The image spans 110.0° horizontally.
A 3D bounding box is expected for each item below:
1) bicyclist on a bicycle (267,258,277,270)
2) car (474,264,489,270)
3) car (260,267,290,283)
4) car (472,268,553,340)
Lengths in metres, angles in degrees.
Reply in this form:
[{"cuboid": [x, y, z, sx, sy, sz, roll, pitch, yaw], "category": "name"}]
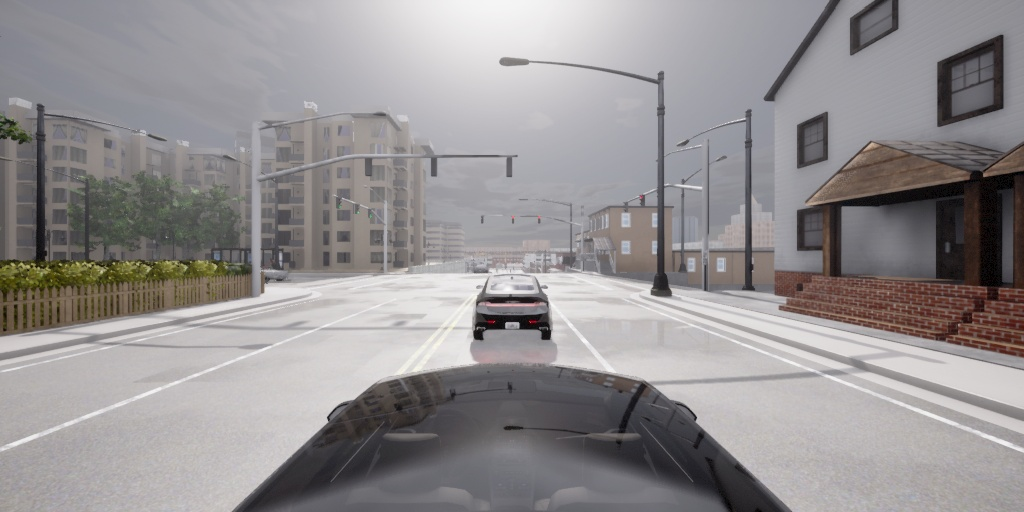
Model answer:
[{"cuboid": [-25.605, 1.053, 38.225, 0.582, 1.620, 1.656, 0, 0, 0], "category": "bicyclist on a bicycle"}, {"cuboid": [-3.981, 1.774, 47.319, 1.812, 1.442, 4.674, 0, -4, 0], "category": "car"}, {"cuboid": [-19.687, 1.351, 27.208, 4.718, 1.301, 1.895, 0, 0, 0], "category": "car"}, {"cuboid": [0.002, 1.242, 9.927, 2.128, 1.511, 4.902, 0, 0, 0], "category": "car"}]
